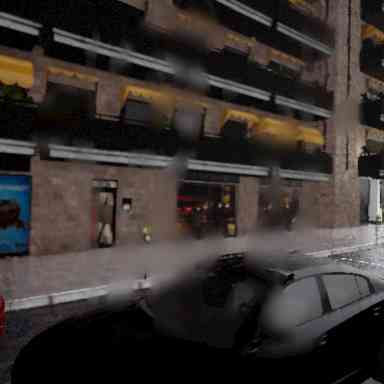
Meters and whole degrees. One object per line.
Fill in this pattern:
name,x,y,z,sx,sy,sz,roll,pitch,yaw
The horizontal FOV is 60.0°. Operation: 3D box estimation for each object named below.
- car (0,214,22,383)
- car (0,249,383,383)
car,-4.627,1.293,3.234,5.009,1.841,2.192,1,1,-35
car,0.704,1.507,3.880,5.008,1.535,1.882,1,0,-36
